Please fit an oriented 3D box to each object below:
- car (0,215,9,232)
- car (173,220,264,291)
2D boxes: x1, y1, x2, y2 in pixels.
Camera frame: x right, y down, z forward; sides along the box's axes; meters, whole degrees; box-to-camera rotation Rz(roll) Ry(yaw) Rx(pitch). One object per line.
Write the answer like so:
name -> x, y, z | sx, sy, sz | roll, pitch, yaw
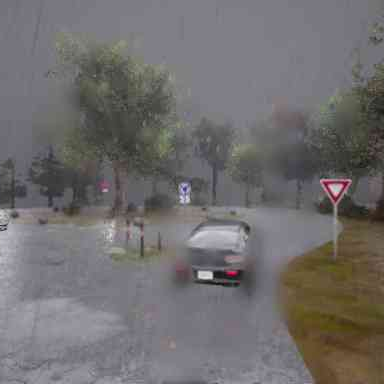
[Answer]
car -> -11.845, 1.402, 17.811 | 4.674, 1.442, 1.812 | 0, 1, 29
car -> 0.855, 1.464, 8.835 | 1.812, 1.442, 4.674 | 0, 1, 15
